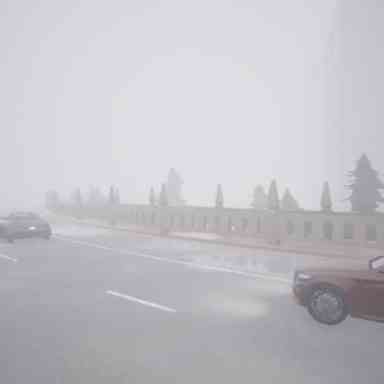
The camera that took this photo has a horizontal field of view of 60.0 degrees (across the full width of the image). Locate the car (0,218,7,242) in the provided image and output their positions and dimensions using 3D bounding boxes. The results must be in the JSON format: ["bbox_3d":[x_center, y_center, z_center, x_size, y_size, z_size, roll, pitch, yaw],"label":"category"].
[{"bbox_3d":[-8.118,1.638,11.250,4.181,1.385,1.994,0,0,44],"label":"car"}]

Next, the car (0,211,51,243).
[{"bbox_3d":[-8.803,1.672,16.970,1.994,1.385,4.181,0,0,-43],"label":"car"}]

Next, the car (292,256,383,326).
[{"bbox_3d":[4.071,1.556,5.496,4.674,1.442,1.812,0,0,36],"label":"car"}]
